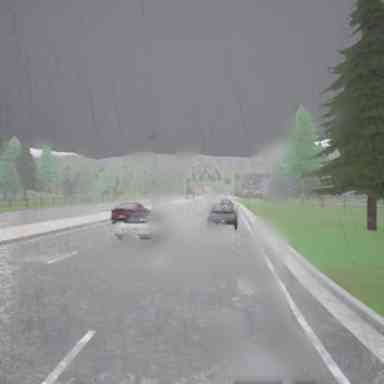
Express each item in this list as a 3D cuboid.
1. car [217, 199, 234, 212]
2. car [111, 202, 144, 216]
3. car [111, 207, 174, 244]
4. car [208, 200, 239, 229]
[{"bbox_3d":[4.220,1.651,41.392,2.033,1.411,5.357,0,0,6],"label":"car"},{"bbox_3d":[-4.604,1.541,25.380,1.882,1.535,5.008,0,0,6],"label":"car"},{"bbox_3d":[-2.094,1.641,16.180,1.895,1.301,4.718,0,0,6],"label":"car"},{"bbox_3d":[2.080,1.548,22.108,2.128,1.511,4.902,0,0,6],"label":"car"}]
